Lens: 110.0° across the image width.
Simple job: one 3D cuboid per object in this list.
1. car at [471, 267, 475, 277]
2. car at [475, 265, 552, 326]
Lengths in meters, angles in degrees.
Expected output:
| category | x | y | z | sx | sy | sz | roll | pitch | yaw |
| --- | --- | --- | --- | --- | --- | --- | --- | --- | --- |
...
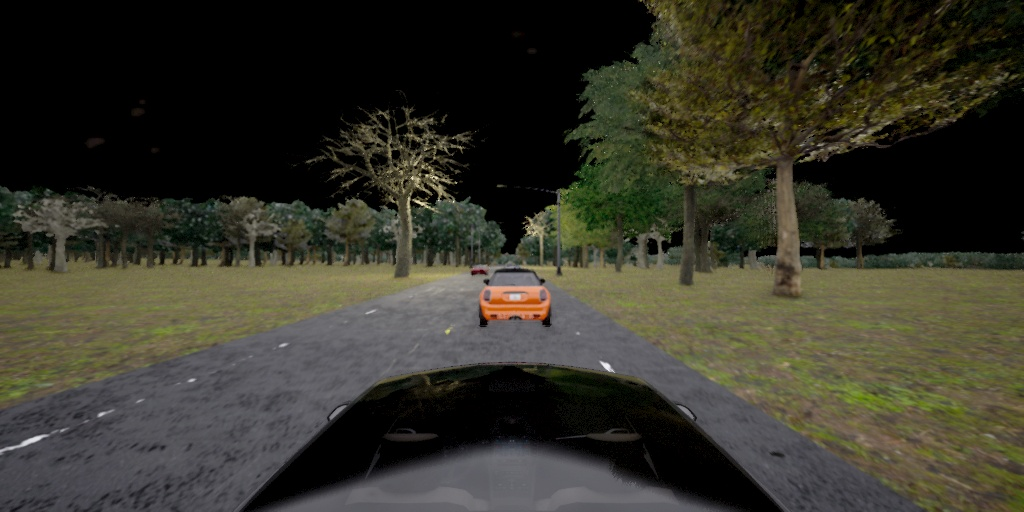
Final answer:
| category | x | y | z | sx | sy | sz | roll | pitch | yaw |
| --- | --- | --- | --- | --- | --- | --- | --- | --- | --- |
| car | -3.684 | 1.695 | 41.651 | 1.895 | 1.301 | 4.718 | 0 | -1 | 0 |
| car | 0.083 | 1.179 | 12.102 | 2.097 | 1.767 | 4.553 | 0 | 0 | 0 |
